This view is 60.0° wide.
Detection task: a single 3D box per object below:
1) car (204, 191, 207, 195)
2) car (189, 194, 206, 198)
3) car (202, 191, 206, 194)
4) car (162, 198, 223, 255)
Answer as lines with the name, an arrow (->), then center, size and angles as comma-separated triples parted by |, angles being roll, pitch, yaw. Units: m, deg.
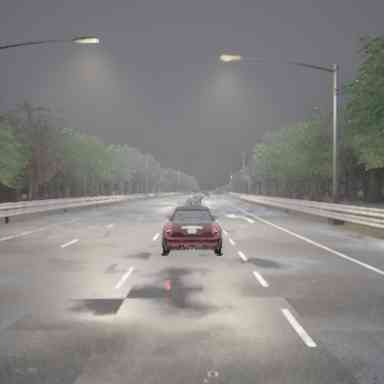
car -> 2.161, 1.046, 82.707 | 1.895, 1.301, 4.718 | 0, 0, 4
car -> 0.239, 1.279, 38.481 | 2.033, 1.411, 5.357 | 0, 0, 1
car -> 1.179, 1.104, 65.481 | 2.033, 1.411, 5.357 | 0, 0, 3
car -> 0.006, 1.310, 13.255 | 2.097, 1.767, 4.553 | 0, 0, 0
